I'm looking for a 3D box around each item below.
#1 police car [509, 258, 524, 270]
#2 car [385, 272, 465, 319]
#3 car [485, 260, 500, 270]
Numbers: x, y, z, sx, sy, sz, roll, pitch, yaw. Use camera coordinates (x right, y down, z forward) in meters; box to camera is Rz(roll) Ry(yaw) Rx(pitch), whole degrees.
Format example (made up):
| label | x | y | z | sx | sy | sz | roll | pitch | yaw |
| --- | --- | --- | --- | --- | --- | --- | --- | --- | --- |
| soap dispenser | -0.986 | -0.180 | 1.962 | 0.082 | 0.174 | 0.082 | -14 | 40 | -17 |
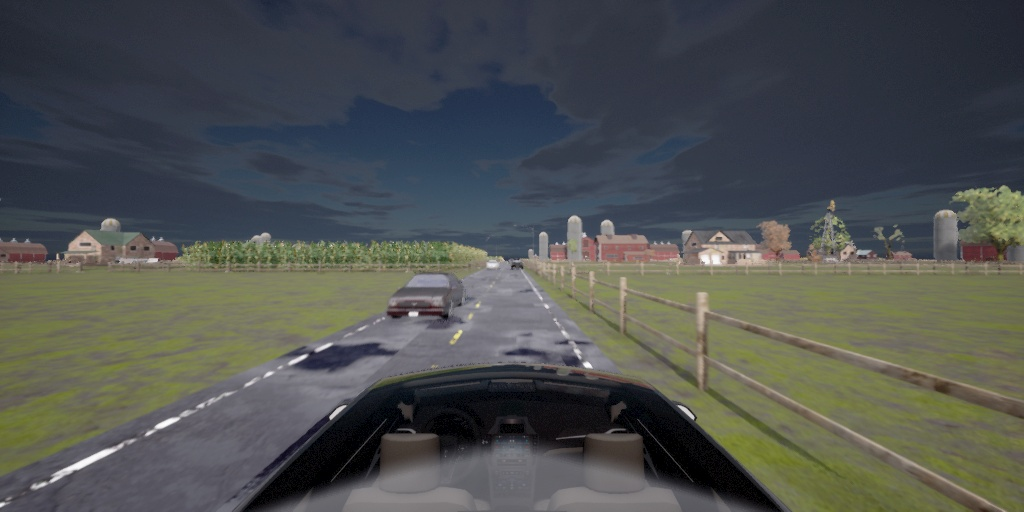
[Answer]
| label | x | y | z | sx | sy | sz | roll | pitch | yaw |
| --- | --- | --- | --- | --- | --- | --- | --- | --- | --- |
| police car | 0.822 | 1.273 | 56.510 | 1.930 | 1.638 | 5.238 | 0 | 0 | 0 |
| car | -2.852 | 1.301 | 13.058 | 2.033 | 1.411 | 5.357 | 0 | 0 | 0 |
| car | -2.822 | 1.361 | 53.085 | 1.812 | 1.442 | 4.674 | 0 | 0 | 0 |
